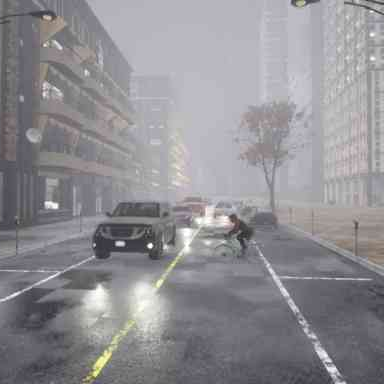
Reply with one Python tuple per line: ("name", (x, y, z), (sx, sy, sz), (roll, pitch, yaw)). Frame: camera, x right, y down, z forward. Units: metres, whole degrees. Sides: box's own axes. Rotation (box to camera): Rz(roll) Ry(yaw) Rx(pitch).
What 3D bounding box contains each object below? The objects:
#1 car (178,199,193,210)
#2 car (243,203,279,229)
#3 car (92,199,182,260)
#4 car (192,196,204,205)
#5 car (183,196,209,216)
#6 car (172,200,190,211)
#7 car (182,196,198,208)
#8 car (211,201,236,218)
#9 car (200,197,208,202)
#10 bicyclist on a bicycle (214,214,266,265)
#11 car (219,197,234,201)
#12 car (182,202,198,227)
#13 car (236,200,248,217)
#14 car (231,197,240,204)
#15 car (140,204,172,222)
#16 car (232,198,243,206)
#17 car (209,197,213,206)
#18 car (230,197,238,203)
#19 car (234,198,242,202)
("car", (-0.896, 1.862, 50.863), (1.752, 1.417, 4.829), (1, 0, 6))
("car", (4.770, 1.702, 22.504), (2.008, 1.369, 4.403), (1, 0, 6))
("car", (-1.965, 1.302, 13.144), (2.150, 2.045, 5.566), (0, -1, 6))
("car", (1.276, 1.813, 73.207), (2.192, 1.841, 5.009), (1, 0, 6))
("car", (0.243, 1.452, 35.318), (2.150, 2.045, 5.566), (0, 0, 6))
("car", (-1.419, 1.864, 45.489), (1.947, 1.339, 4.313), (1, 0, 6))
("car", (-0.338, 1.692, 56.578), (2.192, 1.841, 5.009), (1, 0, 6))
("car", (3.162, 1.820, 32.926), (1.895, 1.301, 4.718), (0, 0, 6))
("car", (3.424, 2.211, 95.380), (2.008, 1.369, 4.403), (1, 0, 6))
("bicyclist on a bicycle", (1.484, 1.517, 10.494), (1.656, 1.620, 0.582), (-2, -1, 5))
("car", (4.501, 1.794, 46.732), (1.882, 1.535, 5.008), (0, 0, 6))
("car", (-0.857, 1.681, 24.477), (1.812, 1.442, 4.674), (0, 0, 6))
("car", (5.846, 1.779, 33.591), (2.008, 1.369, 4.403), (1, 0, 6))
("car", (10.152, 1.986, 77.939), (1.967, 1.590, 4.097), (1, 0, 6))
("car", (-3.032, 1.747, 28.859), (1.947, 1.339, 4.313), (1, 0, 6))
("car", (9.075, 2.017, 66.851), (2.008, 1.369, 4.403), (1, 0, 6))
("car", (2.857, 1.776, 62.404), (2.097, 1.767, 4.553), (0, 0, 6))
("car", (11.229, 2.068, 89.027), (1.967, 1.590, 4.097), (1, 0, 6))
("car", (6.939, 1.833, 44.848), (1.752, 1.417, 4.829), (1, 0, 6))
